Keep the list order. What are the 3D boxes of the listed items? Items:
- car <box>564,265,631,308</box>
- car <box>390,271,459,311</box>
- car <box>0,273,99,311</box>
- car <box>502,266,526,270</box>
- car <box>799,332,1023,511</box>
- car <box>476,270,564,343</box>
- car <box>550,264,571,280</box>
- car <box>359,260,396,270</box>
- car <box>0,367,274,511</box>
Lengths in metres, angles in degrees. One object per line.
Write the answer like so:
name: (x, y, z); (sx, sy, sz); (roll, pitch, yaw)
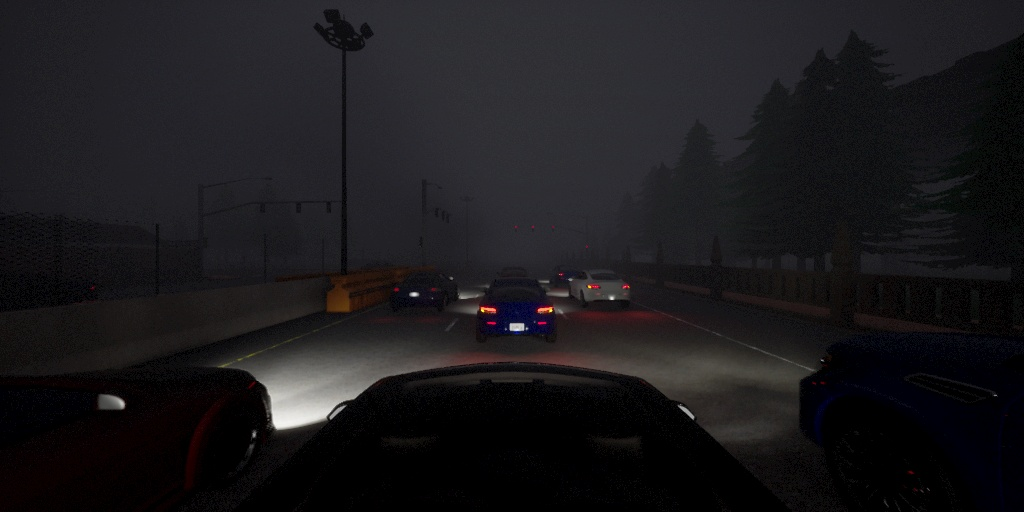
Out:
car: (3.592, 1.276, 15.209); (1.812, 1.442, 4.674); (0, 0, 0)
car: (-3.405, 1.314, 14.571); (1.994, 1.385, 4.181); (0, 0, 1)
car: (-17.594, 1.297, 11.990); (2.033, 1.411, 5.357); (0, 0, 0)
car: (0.101, 1.276, 19.479); (1.812, 1.442, 4.674); (0, 0, 0)
car: (3.602, 0.974, 0.741); (2.150, 2.045, 5.566); (0, 0, 0)
car: (0.094, 1.276, 9.583); (1.812, 1.442, 4.674); (0, 0, 0)
car: (3.599, 1.276, 24.167); (1.812, 1.442, 4.674); (0, 0, 0)
car: (-10.498, 1.020, 28.370); (1.994, 1.385, 4.181); (0, 0, 0)
car: (-3.400, 1.314, 1.905); (1.994, 1.385, 4.181); (0, 0, 0)
